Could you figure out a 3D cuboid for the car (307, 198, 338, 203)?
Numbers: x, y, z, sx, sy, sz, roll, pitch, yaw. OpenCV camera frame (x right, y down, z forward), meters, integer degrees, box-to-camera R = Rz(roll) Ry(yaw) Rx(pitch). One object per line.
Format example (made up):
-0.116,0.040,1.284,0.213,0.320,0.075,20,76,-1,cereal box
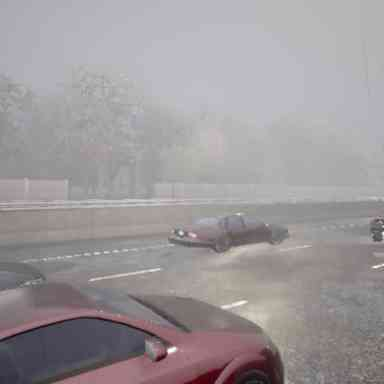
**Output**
17.009,1.553,41.888,4.181,1.385,1.994,0,0,-35,car

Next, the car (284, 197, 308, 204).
15.077,1.495,44.808,4.892,1.490,1.837,1,0,-35,car

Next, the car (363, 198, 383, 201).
22.450,1.470,41.467,5.008,1.535,1.882,1,0,-35,car

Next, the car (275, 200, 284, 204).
14.143,1.591,48.439,4.718,1.301,1.895,0,0,-35,car

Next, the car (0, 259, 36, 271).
-4.674,1.493,4.712,4.902,1.511,2.128,0,0,-35,car

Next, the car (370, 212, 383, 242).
9.996,1.491,15.177,4.892,1.490,1.837,0,0,-36,car

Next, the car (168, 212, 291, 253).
1.656,1.539,13.526,5.357,1.411,2.033,0,0,-35,car

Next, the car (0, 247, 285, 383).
-1.098,1.563,2.960,4.181,1.385,1.994,0,0,-36,car
